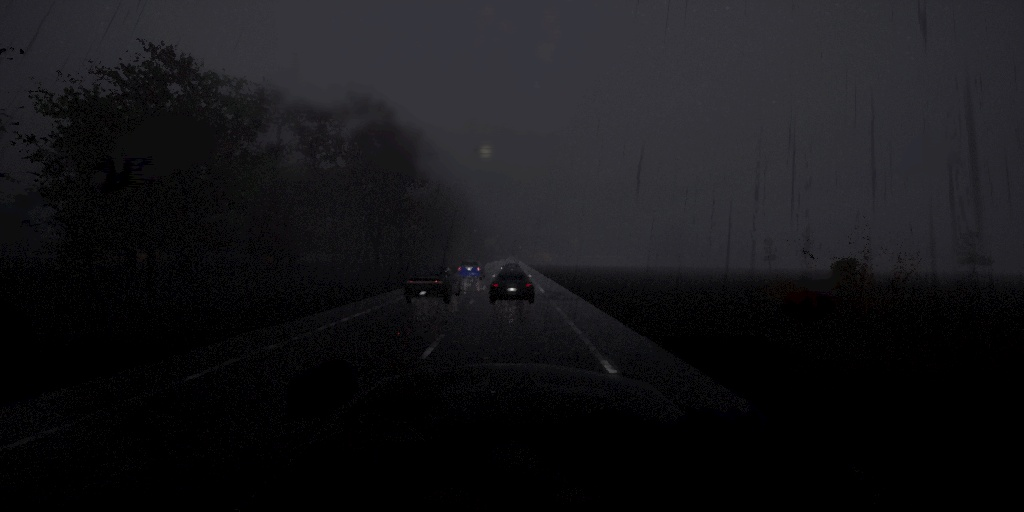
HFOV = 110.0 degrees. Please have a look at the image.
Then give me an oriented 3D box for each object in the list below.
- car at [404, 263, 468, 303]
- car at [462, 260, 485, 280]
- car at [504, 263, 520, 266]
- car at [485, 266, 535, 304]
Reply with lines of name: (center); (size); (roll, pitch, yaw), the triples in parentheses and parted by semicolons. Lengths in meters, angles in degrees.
car: (-3.500, 1.247, 16.501); (2.128, 1.511, 4.902); (0, 0, 0)
car: (-3.500, 1.121, 31.471); (2.097, 1.767, 4.553); (0, 0, 0)
car: (0.000, 1.319, 31.501); (2.033, 1.411, 5.357); (0, 0, 0)
car: (0.000, 1.325, 16.500); (1.994, 1.385, 4.181); (0, 0, 0)
